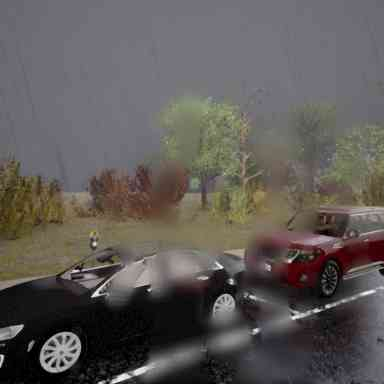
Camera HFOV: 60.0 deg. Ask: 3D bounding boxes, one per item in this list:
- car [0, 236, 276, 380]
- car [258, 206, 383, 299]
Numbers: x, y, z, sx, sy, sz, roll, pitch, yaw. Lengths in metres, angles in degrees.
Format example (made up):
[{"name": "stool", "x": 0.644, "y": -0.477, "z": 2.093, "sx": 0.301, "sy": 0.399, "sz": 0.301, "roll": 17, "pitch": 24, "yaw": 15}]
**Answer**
[{"name": "car", "x": -0.952, "y": 1.551, "z": 5.406, "sx": 4.403, "sy": 1.369, "sz": 2.008, "roll": 0, "pitch": 1, "yaw": -35}, {"name": "car", "x": 3.657, "y": 1.317, "z": 8.679, "sx": 5.009, "sy": 1.841, "sz": 2.192, "roll": 0, "pitch": 1, "yaw": -35}]
